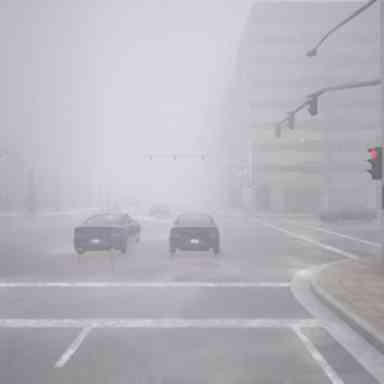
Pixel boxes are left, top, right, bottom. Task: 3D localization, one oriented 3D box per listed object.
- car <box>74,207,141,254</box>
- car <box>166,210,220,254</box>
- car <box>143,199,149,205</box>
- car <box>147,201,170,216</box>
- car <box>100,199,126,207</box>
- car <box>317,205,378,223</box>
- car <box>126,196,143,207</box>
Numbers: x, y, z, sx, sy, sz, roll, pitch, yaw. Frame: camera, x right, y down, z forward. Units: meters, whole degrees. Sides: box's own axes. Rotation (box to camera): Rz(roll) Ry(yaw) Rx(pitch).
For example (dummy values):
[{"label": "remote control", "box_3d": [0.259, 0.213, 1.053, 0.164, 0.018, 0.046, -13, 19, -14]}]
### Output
[{"label": "car", "box_3d": [-3.404, 1.603, 14.188, 1.882, 1.535, 5.008, 0, -1, 0]}, {"label": "car", "box_3d": [0.096, 1.602, 14.068, 1.882, 1.535, 5.008, 0, -1, 0]}, {"label": "car", "box_3d": [-10.509, 2.179, 73.774, 2.033, 1.411, 5.357, 0, -1, 0]}, {"label": "car", "box_3d": [-3.404, 1.920, 36.362, 1.895, 1.301, 4.718, 0, -1, 0]}, {"label": "car", "box_3d": [-10.594, 1.870, 43.486, 2.128, 1.511, 4.902, 0, 0, 0]}, {"label": "car", "box_3d": [12.745, 1.767, 27.352, 4.674, 1.442, 1.812, 0, 0, -1]}, {"label": "car", "box_3d": [-10.556, 1.731, 57.993, 2.150, 2.045, 5.566, 0, -1, 1]}]
